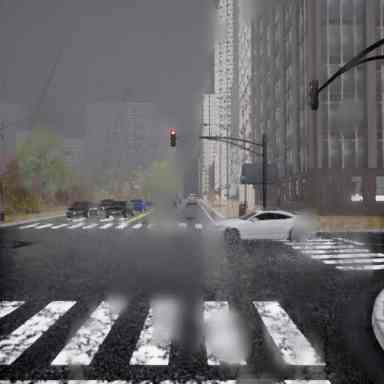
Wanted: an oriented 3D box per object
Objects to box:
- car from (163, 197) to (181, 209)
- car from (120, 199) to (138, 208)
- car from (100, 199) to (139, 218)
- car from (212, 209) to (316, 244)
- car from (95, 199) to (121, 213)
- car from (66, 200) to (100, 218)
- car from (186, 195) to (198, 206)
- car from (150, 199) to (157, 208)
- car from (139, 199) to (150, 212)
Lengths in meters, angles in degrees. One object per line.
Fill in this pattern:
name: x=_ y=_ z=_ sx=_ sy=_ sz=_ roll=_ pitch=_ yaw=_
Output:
car: x=-3.143 y=1.605 z=48.148 sx=2.128 sy=1.511 sz=4.902 roll=0 pitch=0 yaw=0
car: x=-9.830 y=1.733 z=51.898 sx=1.895 sy=1.301 sz=4.718 roll=0 pitch=0 yaw=0
car: x=-6.560 y=1.555 z=30.611 sx=1.837 sy=1.490 sz=4.892 roll=0 pitch=0 yaw=2
car: x=3.241 y=1.536 z=15.295 sx=4.674 sy=1.442 sz=1.812 roll=0 pitch=-1 yaw=-1
car: x=-9.840 y=1.583 z=39.441 sx=1.837 sy=1.490 sz=4.892 roll=0 pitch=0 yaw=0
car: x=-9.841 y=1.554 z=30.260 sx=1.837 sy=1.490 sz=4.892 roll=0 pitch=0 yaw=0
car: x=0.008 y=1.718 z=58.932 sx=2.033 sy=1.411 sz=5.357 roll=0 pitch=0 yaw=0
car: x=-6.581 y=1.733 z=51.797 sx=1.895 sy=1.301 sz=4.718 roll=0 pitch=0 yaw=0
car: x=-6.591 y=1.557 z=39.684 sx=1.882 sy=1.535 sz=5.008 roll=0 pitch=0 yaw=0
